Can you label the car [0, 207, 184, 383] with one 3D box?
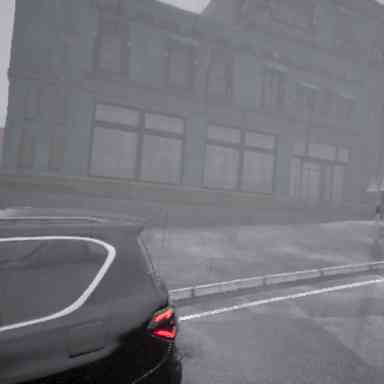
[{"bbox_3d":[-2.679,1.153,1.918,5.566,2.045,2.150,1,0,-35],"label":"car"}]
